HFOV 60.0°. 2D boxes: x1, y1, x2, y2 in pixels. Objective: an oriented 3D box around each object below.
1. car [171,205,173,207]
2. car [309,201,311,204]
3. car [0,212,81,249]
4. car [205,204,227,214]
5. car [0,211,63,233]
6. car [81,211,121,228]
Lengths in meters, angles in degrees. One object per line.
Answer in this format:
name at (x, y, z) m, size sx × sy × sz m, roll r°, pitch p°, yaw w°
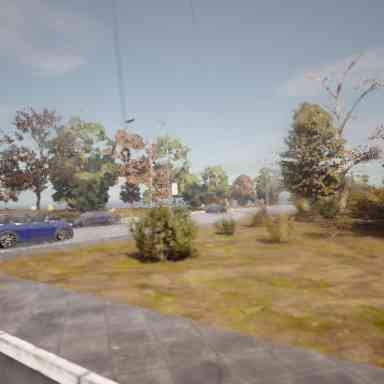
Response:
car at (-2.708, 2.599, 46.538) m, size 1.882 × 1.535 × 5.008 m, roll -3°, pitch -2°, yaw 32°
car at (29.913, 2.679, 81.777) m, size 2.033 × 1.411 × 5.357 m, roll -4°, pitch -2°, yaw 40°
car at (-8.696, 1.883, 17.753) m, size 2.097 × 1.767 × 4.553 m, roll -3°, pitch -2°, yaw 35°
car at (3.606, 2.568, 49.938) m, size 1.994 × 1.385 × 4.181 m, roll -3°, pitch -2°, yaw 33°
car at (-13.930, 2.539, 28.916) m, size 1.837 × 1.490 × 4.892 m, roll -3°, pitch -2°, yaw 33°
car at (-8.890, 2.426, 30.238) m, size 2.033 × 1.411 × 5.357 m, roll -3°, pitch -2°, yaw 33°
